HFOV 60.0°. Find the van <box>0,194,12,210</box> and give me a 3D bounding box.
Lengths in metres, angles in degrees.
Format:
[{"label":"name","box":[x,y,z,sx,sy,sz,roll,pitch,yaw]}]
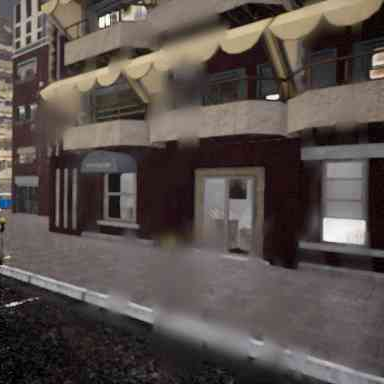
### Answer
[{"label":"van","box":[-20.317,1.048,34.864,1.690,1.788,3.998,0,-1,35]}]
